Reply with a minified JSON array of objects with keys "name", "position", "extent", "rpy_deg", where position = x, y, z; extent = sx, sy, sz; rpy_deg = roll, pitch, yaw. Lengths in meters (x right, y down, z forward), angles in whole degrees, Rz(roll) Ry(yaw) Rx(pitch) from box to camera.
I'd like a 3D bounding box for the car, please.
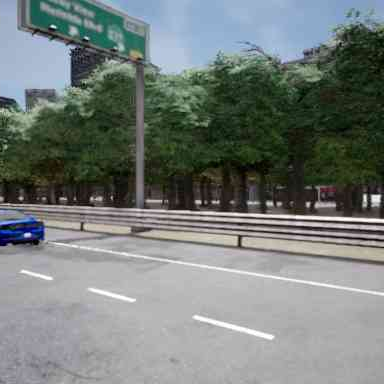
[{"name":"car","position":[-8.248,1.497,14.048],"extent":[5.008,1.535,1.882],"rpy_deg":[0,0,35]}]
